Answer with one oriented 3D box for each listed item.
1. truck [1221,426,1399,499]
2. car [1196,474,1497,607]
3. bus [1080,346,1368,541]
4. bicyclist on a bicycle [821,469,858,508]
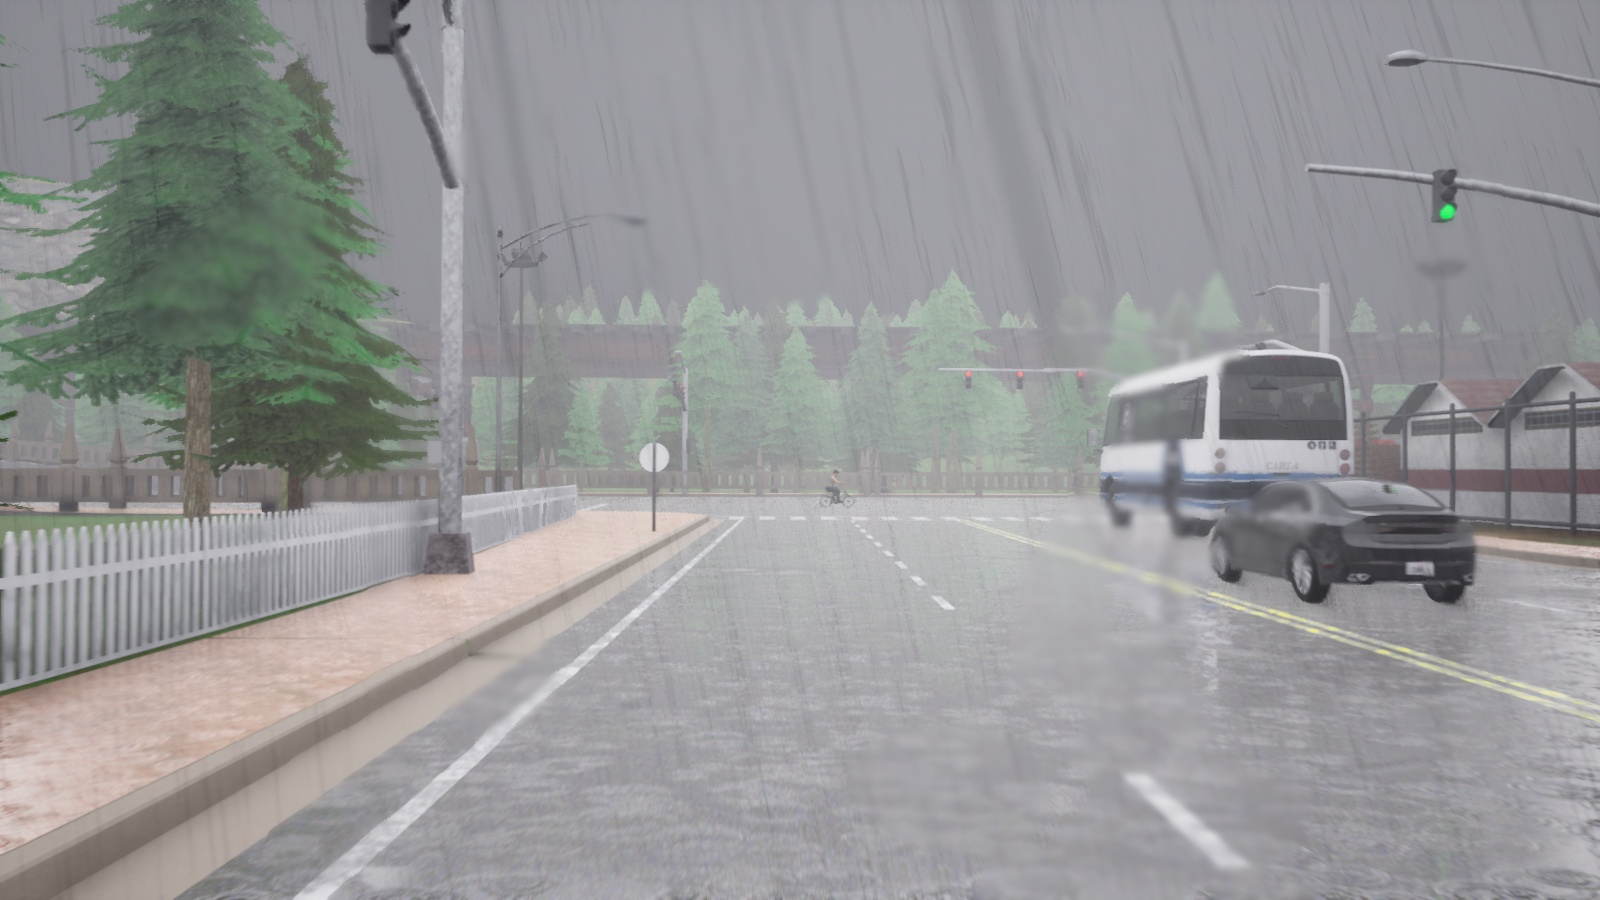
[{"bbox_3d":[27.537,0.678,68.003,8.468,3.827,2.891,0,-1,-2],"label":"truck"},{"bbox_3d":[6.959,1.071,16.666,1.837,1.490,4.892,0,-1,0],"label":"car"},{"bbox_3d":[10.413,-0.058,32.598,3.944,4.253,10.273,0,-1,0],"label":"bus"},{"bbox_3d":[1.677,1.634,53.108,1.509,1.612,0.866,0,-1,-2],"label":"bicyclist on a bicycle"}]
